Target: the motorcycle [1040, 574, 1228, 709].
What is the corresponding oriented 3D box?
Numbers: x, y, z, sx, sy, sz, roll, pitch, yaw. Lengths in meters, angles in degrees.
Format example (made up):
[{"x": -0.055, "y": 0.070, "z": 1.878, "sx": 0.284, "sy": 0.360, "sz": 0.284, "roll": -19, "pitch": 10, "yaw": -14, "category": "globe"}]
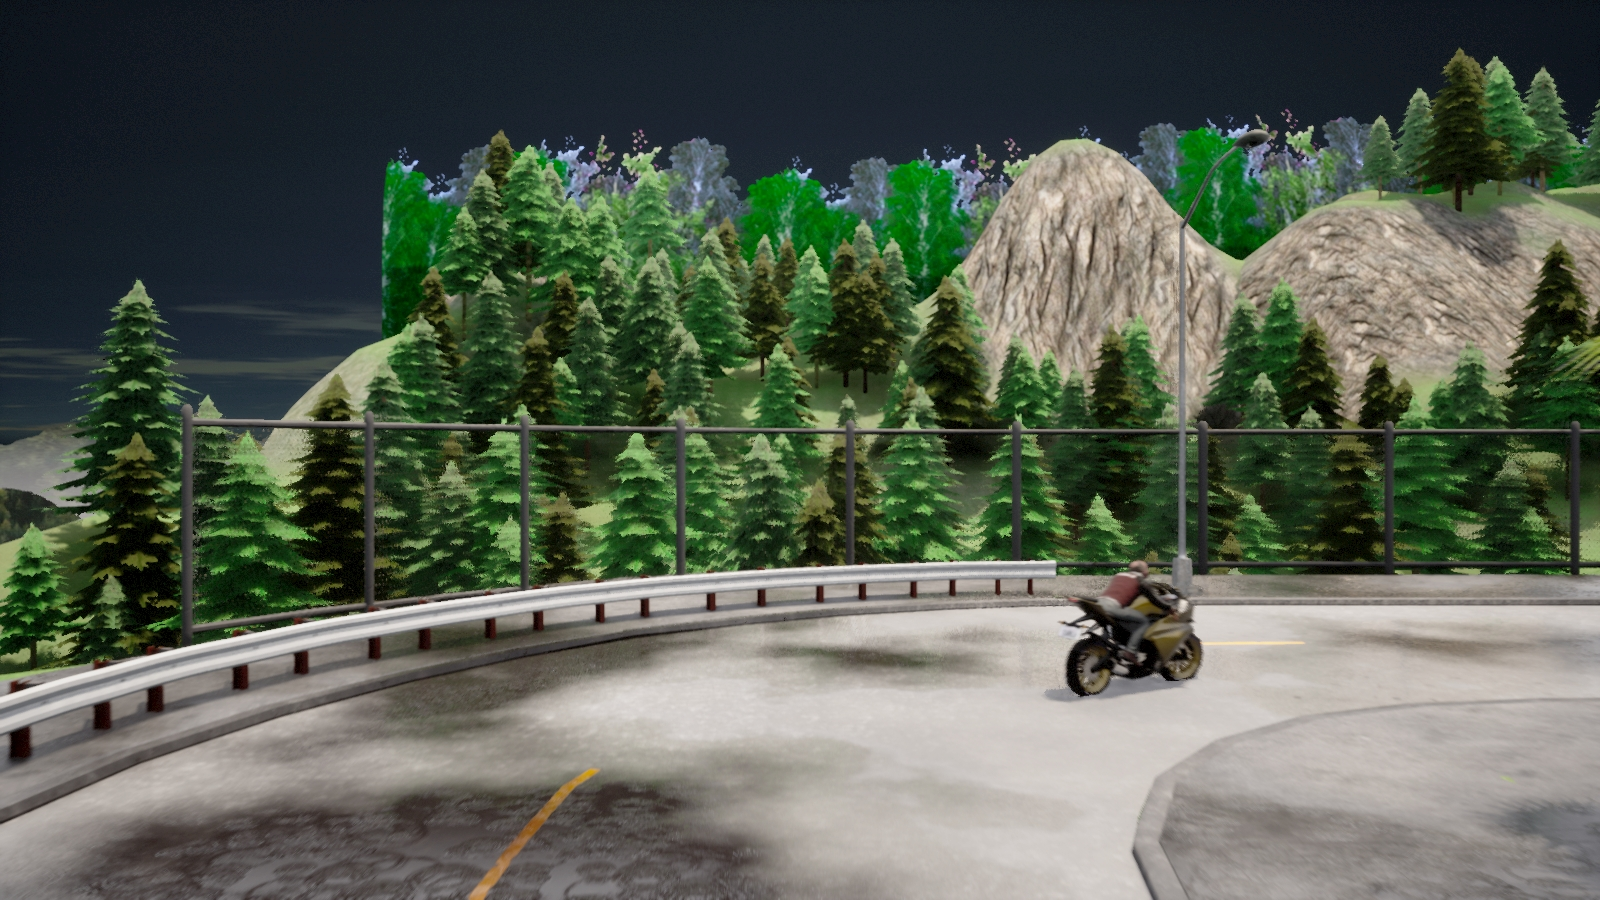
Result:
[{"x": 3.948, "y": 2.198, "z": 13.450, "sx": 2.209, "sy": 1.251, "sz": 0.867, "roll": 0, "pitch": 1, "yaw": -32, "category": "motorcycle"}]
